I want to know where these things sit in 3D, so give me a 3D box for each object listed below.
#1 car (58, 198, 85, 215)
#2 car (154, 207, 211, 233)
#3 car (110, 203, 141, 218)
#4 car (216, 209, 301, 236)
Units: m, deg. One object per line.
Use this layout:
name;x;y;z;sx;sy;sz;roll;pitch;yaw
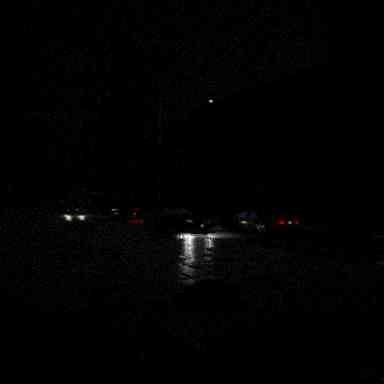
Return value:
car;-15.154;1.778;41.550;2.150;2.045;5.566;1;-2;-35
car;-0.746;1.684;20.985;1.812;1.442;4.674;1;-2;-35
car;-7.092;1.947;35.105;1.837;1.490;4.892;1;-2;-35
car;3.762;1.713;19.707;2.033;1.411;5.357;1;-1;-35
